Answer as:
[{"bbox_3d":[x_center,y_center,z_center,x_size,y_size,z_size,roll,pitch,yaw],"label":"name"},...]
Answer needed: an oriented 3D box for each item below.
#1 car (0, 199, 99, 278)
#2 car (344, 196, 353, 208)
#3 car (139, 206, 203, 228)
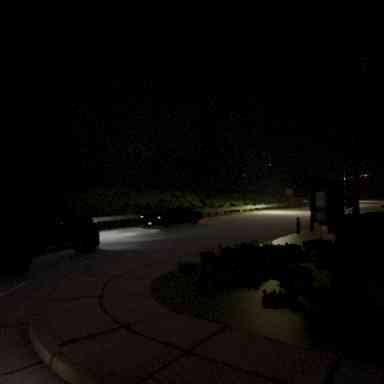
[{"bbox_3d":[-5.202,1.245,10.580,2.150,2.045,5.566,-2,0,15],"label":"car"},{"bbox_3d":[21.901,1.375,48.385,2.097,1.767,4.553,0,0,36],"label":"car"},{"bbox_3d":[-1.323,1.631,22.301,1.895,1.301,4.718,0,0,36],"label":"car"}]
